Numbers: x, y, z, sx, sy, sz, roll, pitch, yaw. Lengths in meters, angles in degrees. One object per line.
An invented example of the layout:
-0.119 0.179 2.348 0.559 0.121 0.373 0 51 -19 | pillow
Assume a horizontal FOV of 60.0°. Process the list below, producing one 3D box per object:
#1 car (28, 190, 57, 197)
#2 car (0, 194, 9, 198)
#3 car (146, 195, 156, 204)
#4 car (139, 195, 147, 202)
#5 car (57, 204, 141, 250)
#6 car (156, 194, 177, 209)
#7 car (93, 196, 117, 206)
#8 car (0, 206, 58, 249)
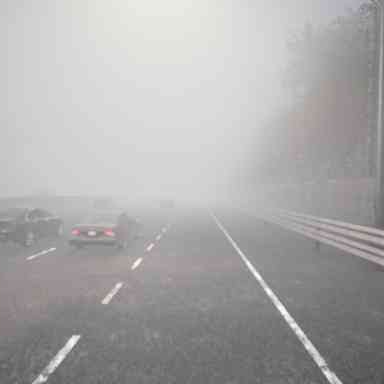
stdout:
-20.531 0.705 45.921 2.150 2.045 5.566 1 0 1 | car
-27.533 0.875 46.182 2.033 1.411 5.357 1 0 1 | car
-6.393 1.407 59.272 1.994 1.385 4.181 1 0 1 | car
-9.782 1.301 69.257 2.033 1.411 5.357 1 0 1 | car
-3.397 1.465 13.888 2.033 1.411 5.357 1 0 1 | car
-3.066 1.416 43.390 2.128 1.511 4.902 1 0 1 | car
-10.117 1.259 38.955 1.837 1.490 4.892 1 0 1 | car
-6.897 1.339 13.774 1.837 1.490 4.892 1 0 1 | car
